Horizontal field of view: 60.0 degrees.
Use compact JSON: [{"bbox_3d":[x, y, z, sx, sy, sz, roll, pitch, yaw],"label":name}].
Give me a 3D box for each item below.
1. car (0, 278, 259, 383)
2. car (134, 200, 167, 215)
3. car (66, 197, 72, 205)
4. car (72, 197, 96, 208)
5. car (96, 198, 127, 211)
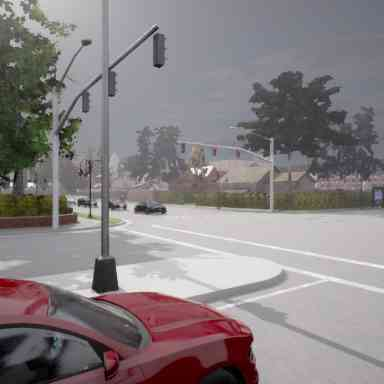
[{"bbox_3d":[-1.637,1.478,2.600,5.008,1.535,1.882,0,0,-35],"label":"car"},{"bbox_3d":[-4.277,1.564,34.016,1.994,1.385,4.181,0,0,-36],"label":"car"},{"bbox_3d":[-21.483,1.526,57.793,1.812,1.442,4.674,0,0,-35],"label":"car"},{"bbox_3d":[-15.710,1.492,49.794,2.128,1.511,4.902,0,0,-36],"label":"car"},{"bbox_3d":[-9.776,1.492,41.600,2.128,1.511,4.902,0,0,-36],"label":"car"}]
